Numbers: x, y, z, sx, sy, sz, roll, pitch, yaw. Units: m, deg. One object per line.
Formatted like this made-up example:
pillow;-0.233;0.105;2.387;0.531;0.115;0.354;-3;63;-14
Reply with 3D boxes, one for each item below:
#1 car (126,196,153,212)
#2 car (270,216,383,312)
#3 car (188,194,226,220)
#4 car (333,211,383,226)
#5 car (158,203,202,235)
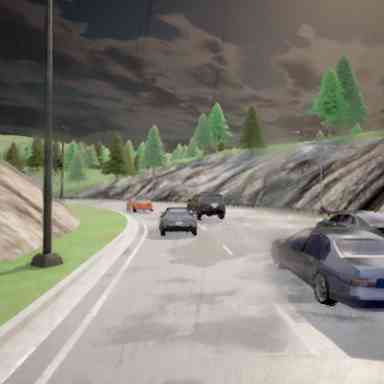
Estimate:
car;-5.822;1.228;36.416;2.097;1.767;4.553;0;0;-23
car;3.422;1.554;8.025;2.033;1.411;5.357;0;0;-2
car;1.034;1.167;27.542;2.150;2.045;5.566;1;0;-14
car;6.623;1.522;13.412;1.837;1.490;4.892;1;0;-3
car;-0.868;1.516;18.614;1.994;1.385;4.181;0;0;-7
